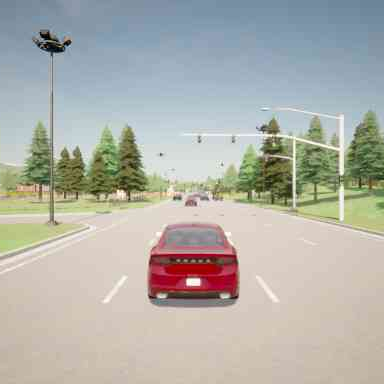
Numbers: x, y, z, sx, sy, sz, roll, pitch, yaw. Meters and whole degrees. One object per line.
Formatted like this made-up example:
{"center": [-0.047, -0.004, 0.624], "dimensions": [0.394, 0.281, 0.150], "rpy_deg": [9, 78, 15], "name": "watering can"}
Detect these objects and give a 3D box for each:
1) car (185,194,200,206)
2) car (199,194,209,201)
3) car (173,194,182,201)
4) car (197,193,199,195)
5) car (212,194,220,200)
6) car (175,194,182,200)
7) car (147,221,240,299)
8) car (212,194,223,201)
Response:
{"center": [-0.147, 1.525, 53.098], "dimensions": [1.812, 1.442, 4.674], "rpy_deg": [0, 0, 0], "name": "car"}
{"center": [3.266, 1.516, 84.138], "dimensions": [1.812, 1.442, 4.674], "rpy_deg": [0, 0, 0], "name": "car"}
{"center": [-3.733, 1.469, 83.702], "dimensions": [1.882, 1.535, 5.008], "rpy_deg": [0, 0, 0], "name": "car"}
{"center": [3.238, 1.357, 94.141], "dimensions": [2.128, 1.511, 4.902], "rpy_deg": [0, 0, 0], "name": "car"}
{"center": [6.738, 1.372, 94.151], "dimensions": [2.033, 1.411, 5.357], "rpy_deg": [0, 0, 0], "name": "car"}
{"center": [-3.762, 1.310, 94.121], "dimensions": [1.882, 1.535, 5.008], "rpy_deg": [0, 0, 0], "name": "car"}
{"center": [0.040, 1.478, 8.496], "dimensions": [1.882, 1.535, 5.008], "rpy_deg": [0, 0, 0], "name": "car"}
{"center": [6.767, 1.516, 83.731], "dimensions": [2.128, 1.511, 4.902], "rpy_deg": [0, 0, 0], "name": "car"}
